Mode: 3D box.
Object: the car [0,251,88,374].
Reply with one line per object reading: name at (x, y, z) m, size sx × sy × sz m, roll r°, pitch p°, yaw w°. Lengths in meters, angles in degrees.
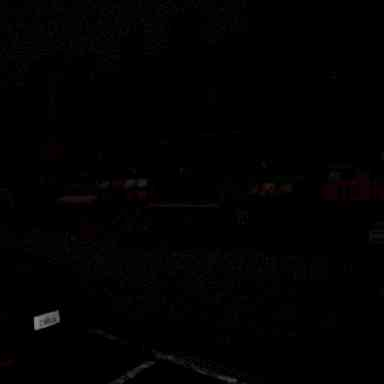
car at (-3.467, 1.630, 5.293) m, size 4.313 × 1.339 × 1.947 m, roll -1°, pitch -1°, yaw 35°
